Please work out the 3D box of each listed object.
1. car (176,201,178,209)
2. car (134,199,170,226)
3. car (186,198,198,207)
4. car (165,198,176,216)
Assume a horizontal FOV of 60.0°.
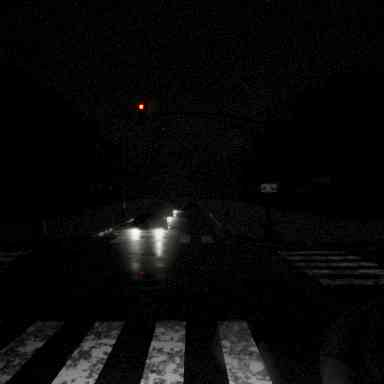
[{"bbox_3d":[-2.906,1.533,43.491,1.837,1.490,4.892,0,0,0],"label":"car"},{"bbox_3d":[-2.893,1.492,23.939,1.882,1.535,5.008,0,0,0],"label":"car"},{"bbox_3d":[0.021,1.591,53.134,2.033,1.411,5.357,0,0,0],"label":"car"},{"bbox_3d":[-2.905,1.498,33.408,1.882,1.535,5.008,0,0,0],"label":"car"}]
